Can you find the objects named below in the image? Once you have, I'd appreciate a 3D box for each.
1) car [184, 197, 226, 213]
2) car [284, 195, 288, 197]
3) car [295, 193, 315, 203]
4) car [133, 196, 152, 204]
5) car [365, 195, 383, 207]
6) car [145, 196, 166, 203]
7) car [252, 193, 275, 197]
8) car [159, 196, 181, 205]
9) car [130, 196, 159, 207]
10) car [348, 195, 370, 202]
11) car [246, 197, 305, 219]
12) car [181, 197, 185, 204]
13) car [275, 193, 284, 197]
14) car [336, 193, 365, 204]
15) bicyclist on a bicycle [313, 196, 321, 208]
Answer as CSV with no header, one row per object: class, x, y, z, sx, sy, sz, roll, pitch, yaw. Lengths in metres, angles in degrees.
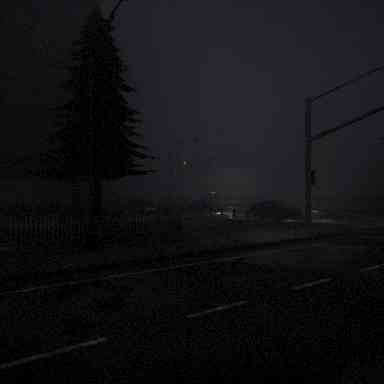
car,1.396,1.559,37.665,1.994,1.385,4.181,0,0,-36
car,21.357,1.139,81.310,1.932,1.855,4.605,0,0,-36
car,20.942,1.384,62.385,1.970,1.475,3.806,0,0,-36
car,-9.875,1.557,65.602,1.994,1.385,4.181,0,0,-36
car,26.516,1.143,44.964,1.932,1.855,4.605,0,0,-36
car,-7.544,1.540,68.203,2.033,1.411,5.357,0,0,-36
car,16.849,1.382,78.024,1.970,1.475,3.806,0,0,-36
car,-4.689,1.485,58.424,2.128,1.511,4.902,0,0,-36
car,-7.482,1.543,50.026,2.033,1.411,5.357,0,0,-36
car,37.027,1.348,73.920,1.784,1.438,3.905,0,0,-36
car,7.318,1.473,29.442,1.882,1.535,5.008,0,0,-36
car,-2.096,1.557,60.735,1.994,1.385,4.181,0,0,-35
car,19.204,1.350,79.708,1.784,1.438,3.905,0,0,-36
car,34.634,1.138,72.288,1.932,1.855,4.605,0,0,-36
bicyclist on a bicycle,15.919,1.294,42.284,1.656,1.620,0.582,0,0,-36
